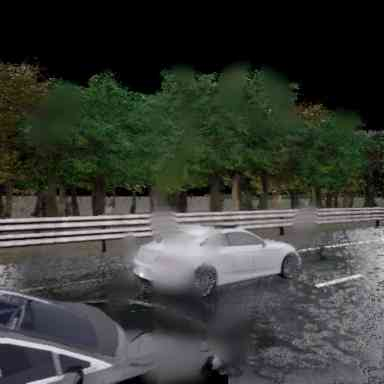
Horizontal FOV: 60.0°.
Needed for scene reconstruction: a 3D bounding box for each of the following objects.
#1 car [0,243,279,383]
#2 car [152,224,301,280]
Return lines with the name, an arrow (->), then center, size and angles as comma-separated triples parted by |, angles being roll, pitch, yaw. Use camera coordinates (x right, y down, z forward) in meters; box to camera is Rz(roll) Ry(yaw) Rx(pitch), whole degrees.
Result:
car -> -1.868, 1.485, 2.392 | 4.902, 1.511, 2.128 | 1, 0, -35
car -> 0.807, 1.571, 8.564 | 4.674, 1.442, 1.812 | 1, 0, -35
